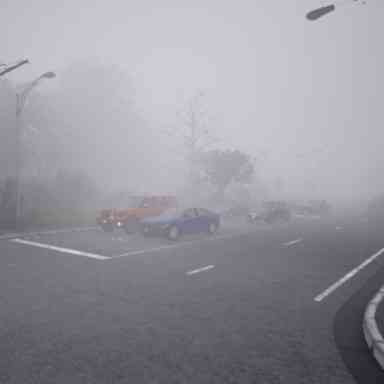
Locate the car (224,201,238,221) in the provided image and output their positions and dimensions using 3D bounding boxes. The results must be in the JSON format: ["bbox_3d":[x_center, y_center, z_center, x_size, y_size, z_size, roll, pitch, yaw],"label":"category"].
[{"bbox_3d":[3.306,1.475,27.568,2.128,1.511,4.902,0,0,39],"label":"car"}]

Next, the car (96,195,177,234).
[{"bbox_3d":[-2.972,1.215,19.769,2.150,2.045,5.566,0,0,37],"label":"car"}]

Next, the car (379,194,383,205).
[{"bbox_3d":[28.883,1.050,49.450,1.812,1.442,4.674,0,1,31],"label":"car"}]

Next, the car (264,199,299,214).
[{"bbox_3d":[9.617,1.516,35.427,1.895,1.301,4.718,0,1,39],"label":"car"}]

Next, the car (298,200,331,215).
[{"bbox_3d":[12.289,1.465,33.166,2.033,1.411,5.357,0,1,39],"label":"car"}]

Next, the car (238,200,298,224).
[{"bbox_3d":[5.841,1.478,25.134,2.128,1.511,4.902,0,0,39],"label":"car"}]

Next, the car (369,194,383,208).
[{"bbox_3d":[23.253,1.291,41.181,1.994,1.385,4.181,0,1,36],"label":"car"}]

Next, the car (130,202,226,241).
[{"bbox_3d":[-0.545,1.473,17.169,1.882,1.535,5.008,0,0,39],"label":"car"}]
